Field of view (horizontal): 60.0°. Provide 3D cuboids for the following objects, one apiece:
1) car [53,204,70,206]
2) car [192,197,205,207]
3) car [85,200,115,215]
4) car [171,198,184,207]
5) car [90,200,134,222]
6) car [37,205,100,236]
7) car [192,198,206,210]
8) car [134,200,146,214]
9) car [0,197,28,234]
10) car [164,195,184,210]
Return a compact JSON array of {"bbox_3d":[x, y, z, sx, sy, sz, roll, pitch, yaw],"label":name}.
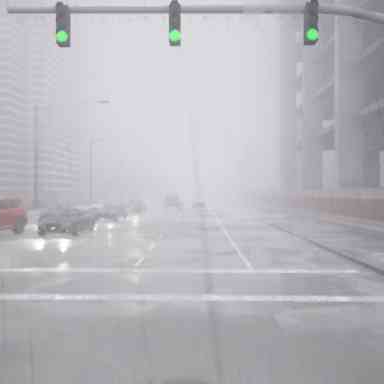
[{"bbox_3d":[-10.239,1.654,26.116,1.994,1.385,4.181,0,0,1],"label":"car"},{"bbox_3d":[1.097,1.686,56.472,2.128,1.511,4.902,0,0,1],"label":"car"},{"bbox_3d":[-9.983,1.651,36.386,1.812,1.442,4.674,0,0,2],"label":"car"},{"bbox_3d":[-2.397,1.797,56.849,1.895,1.301,4.718,0,0,1],"label":"car"},{"bbox_3d":[-6.681,1.644,27.864,2.033,1.411,5.357,0,0,2],"label":"car"},{"bbox_3d":[-6.904,1.628,18.624,1.994,1.385,4.181,0,0,1],"label":"car"},{"bbox_3d":[0.940,1.685,46.299,1.812,1.442,4.674,0,0,1],"label":"car"},{"bbox_3d":[-6.429,1.623,38.035,2.128,1.511,4.902,0,0,2],"label":"car"},{"bbox_3d":[-10.449,1.279,16.713,2.150,2.045,5.566,0,0,2],"label":"car"},{"bbox_3d":[-2.655,1.381,46.210,2.150,2.045,5.566,0,0,1],"label":"car"}]
